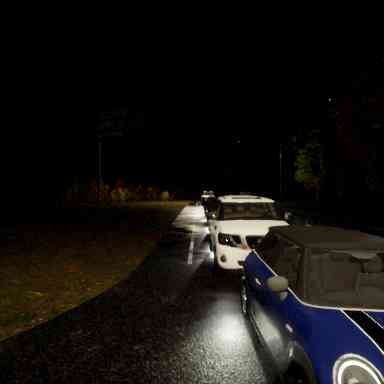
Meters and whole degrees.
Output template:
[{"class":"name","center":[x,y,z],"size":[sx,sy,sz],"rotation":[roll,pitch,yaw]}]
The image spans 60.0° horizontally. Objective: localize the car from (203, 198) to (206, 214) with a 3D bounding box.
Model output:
[{"class":"car","center":[1.934,1.380,23.102],"size":[1.837,1.490,4.892],"rotation":[0,0,1]}]

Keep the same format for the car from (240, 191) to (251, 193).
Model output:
[{"class":"car","center":[9.676,0.906,61.152],"size":[2.150,2.045,5.566],"rotation":[0,0,1]}]

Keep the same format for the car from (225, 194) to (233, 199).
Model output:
[{"class":"car","center":[10.281,1.102,92.173],"size":[1.895,1.301,4.718],"rotation":[0,0,1]}]

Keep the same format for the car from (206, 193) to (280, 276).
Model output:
[{"class":"car","center":[1.699,1.160,10.514],"size":[2.150,2.045,5.566],"rotation":[0,0,1]}]

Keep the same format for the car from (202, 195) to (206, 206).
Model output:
[{"class":"car","center":[2.055,1.322,29.357],"size":[1.882,1.535,5.008],"rotation":[0,0,1]}]

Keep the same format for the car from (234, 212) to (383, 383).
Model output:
[{"class":"car","center":[1.937,1.338,4.168],"size":[2.097,1.767,4.553],"rotation":[0,0,0]}]

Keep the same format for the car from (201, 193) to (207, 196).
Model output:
[{"class":"car","center":[2.309,1.275,41.612],"size":[2.128,1.511,4.902],"rotation":[0,0,1]}]

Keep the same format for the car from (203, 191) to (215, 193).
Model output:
[{"class":"car","center":[2.630,0.937,54.454],"size":[2.150,2.045,5.566],"rotation":[0,0,2]}]

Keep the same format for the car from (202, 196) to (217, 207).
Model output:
[{"class":"car","center":[2.469,1.314,48.022],"size":[1.994,1.385,4.181],"rotation":[0,0,2]}]
